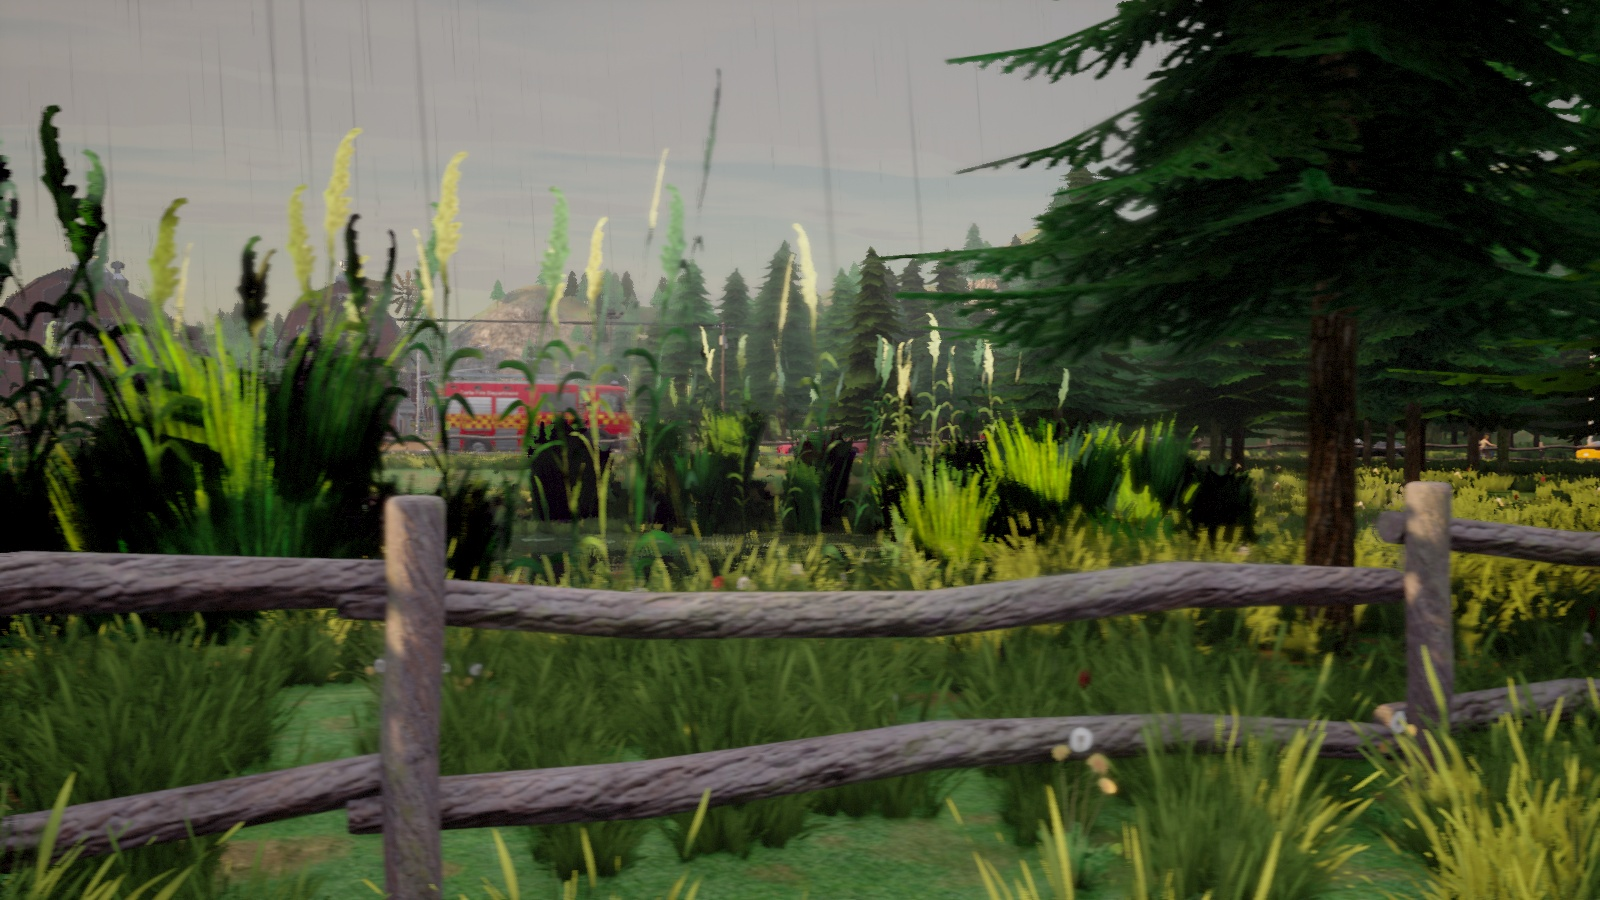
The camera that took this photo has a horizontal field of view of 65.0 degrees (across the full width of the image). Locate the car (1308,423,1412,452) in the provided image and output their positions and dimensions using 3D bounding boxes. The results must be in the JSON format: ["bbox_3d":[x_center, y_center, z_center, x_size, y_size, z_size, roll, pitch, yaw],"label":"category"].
[{"bbox_3d":[30.470,-0.669,68.364,4.792,1.488,2.163,-1,1,-13],"label":"car"}]

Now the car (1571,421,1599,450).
[{"bbox_3d":[44.691,-0.841,68.111,5.008,1.535,1.882,-1,1,-14],"label":"car"}]

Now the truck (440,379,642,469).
[{"bbox_3d":[-11.379,-1.178,55.575,8.468,3.827,2.891,-1,1,-12],"label":"truck"}]

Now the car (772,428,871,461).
[{"bbox_3d":[1.027,-0.303,61.703,4.514,1.525,2.007,-1,1,-12],"label":"car"}]
